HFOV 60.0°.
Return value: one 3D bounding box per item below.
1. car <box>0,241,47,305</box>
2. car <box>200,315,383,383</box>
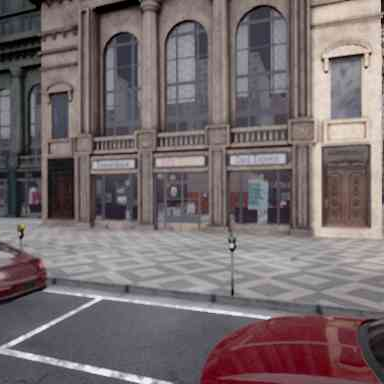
[{"bbox_3d":[-4.987,1.580,6.860,4.206,1.307,1.802,0,0,19],"label":"car"},{"bbox_3d":[2.490,1.478,2.149,5.008,1.535,1.882,0,0,18],"label":"car"}]
